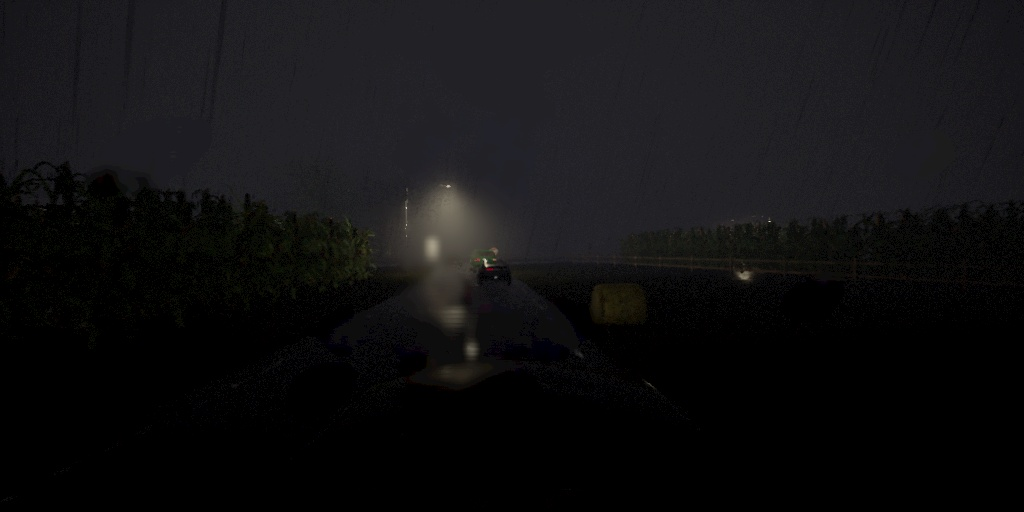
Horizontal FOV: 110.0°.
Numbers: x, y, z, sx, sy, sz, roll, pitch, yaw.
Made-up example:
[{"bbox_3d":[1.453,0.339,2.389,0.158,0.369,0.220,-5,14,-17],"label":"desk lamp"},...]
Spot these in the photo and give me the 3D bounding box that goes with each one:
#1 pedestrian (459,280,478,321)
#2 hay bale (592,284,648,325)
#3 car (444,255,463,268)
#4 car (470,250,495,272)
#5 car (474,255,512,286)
[{"bbox_3d":[-1.250,0.901,10.328,0.375,1.860,0.375,0,1,-8],"label":"pedestrian"},{"bbox_3d":[2.933,1.259,9.909,1.220,1.180,1.240,0,0,-3],"label":"hay bale"},{"bbox_3d":[-7.308,0.587,44.652,1.882,1.535,5.008,0,1,-18],"label":"car"},{"bbox_3d":[-2.714,0.468,34.188,2.150,2.045,5.566,0,1,-10],"label":"car"},{"bbox_3d":[-1.104,0.916,21.883,2.128,1.511,4.902,0,1,-6],"label":"car"}]
